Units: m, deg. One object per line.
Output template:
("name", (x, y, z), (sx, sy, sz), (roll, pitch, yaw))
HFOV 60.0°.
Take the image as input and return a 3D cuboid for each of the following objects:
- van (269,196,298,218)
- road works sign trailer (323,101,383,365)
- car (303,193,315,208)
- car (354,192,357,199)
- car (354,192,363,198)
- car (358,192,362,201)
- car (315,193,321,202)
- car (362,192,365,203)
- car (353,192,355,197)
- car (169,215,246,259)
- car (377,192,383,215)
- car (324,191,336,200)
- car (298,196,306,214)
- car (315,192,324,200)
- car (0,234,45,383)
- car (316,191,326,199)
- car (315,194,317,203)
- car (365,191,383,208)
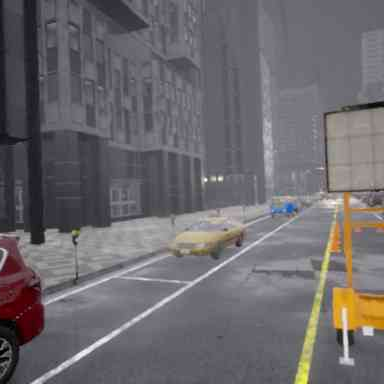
("van", (7.773, 1.264, 28.693), (1.690, 1.788, 3.998), (-2, 0, 24))
("road works sign trailer", (3.400, 0.366, 5.156), (2.380, 3.560, 2.880), (-3, -1, 24))
("car", (14.689, 1.237, 44.133), (1.967, 1.590, 4.097), (-3, -1, 24))
("car", (33.986, 0.838, 66.371), (1.802, 1.307, 4.206), (-3, -1, 24))
("car", (40.899, 0.715, 81.811), (1.887, 1.381, 4.507), (-3, -1, 24))
("car", (27.067, 0.810, 50.930), (1.967, 1.590, 4.097), (-3, -1, 24))
("car", (21.608, 1.260, 59.571), (1.802, 1.307, 4.206), (-3, -1, 24))
("car", (22.452, 0.764, 40.637), (2.192, 1.841, 5.009), (-3, -1, 24))
("car", (36.289, 0.792, 71.516), (1.947, 1.339, 4.313), (-3, -1, 24))
("car", (0.783, 1.600, 13.063), (1.752, 1.417, 4.829), (-2, 0, 25))
("car", (15.544, 1.015, 25.195), (1.967, 1.590, 4.097), (-2, -1, 24))
("car", (29.606, 1.008, 70.914), (1.812, 1.442, 4.674), (-3, -1, 24))
("car", (10.086, 1.444, 33.838), (1.947, 1.339, 4.313), (-2, -1, 24))
("car", (26.145, 1.131, 69.709), (1.752, 1.417, 4.829), (-3, -1, 24))
("car", (-3.747, 1.494, 2.963), (2.192, 1.841, 5.009), (-2, 0, 24))
("car", (33.120, 0.834, 85.305), (2.192, 1.841, 5.009), (-3, -1, 24))
("car", (16.998, 1.302, 49.278), (1.887, 1.381, 4.507), (-3, -1, 24))
("car", (20.148, 0.804, 35.491), (2.192, 1.841, 5.009), (-3, -1, 24))
